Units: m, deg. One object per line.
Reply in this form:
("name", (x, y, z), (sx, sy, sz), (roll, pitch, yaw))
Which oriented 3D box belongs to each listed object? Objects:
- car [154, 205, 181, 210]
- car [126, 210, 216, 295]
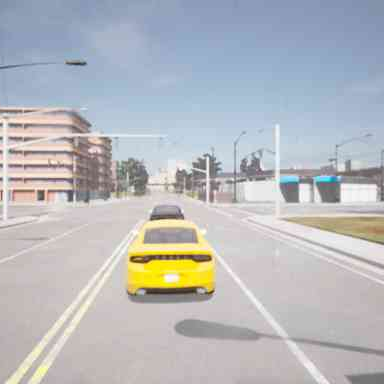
("car", (-1.408, 1.447, 18.823), (1.882, 1.535, 5.008), (0, 0, -5))
("car", (-0.576, 1.463, 8.756), (1.882, 1.535, 5.008), (0, 0, -4))
